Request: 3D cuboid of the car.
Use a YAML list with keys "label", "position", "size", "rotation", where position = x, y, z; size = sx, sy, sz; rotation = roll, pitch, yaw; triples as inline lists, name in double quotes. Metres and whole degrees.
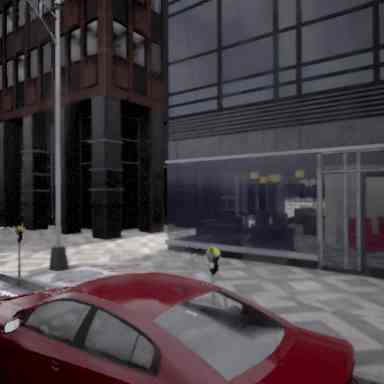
- label: "car"
  position: [-0.725, 1.551, 3.485]
  size: [4.507, 1.381, 1.887]
  rotation: [0, 0, 36]
